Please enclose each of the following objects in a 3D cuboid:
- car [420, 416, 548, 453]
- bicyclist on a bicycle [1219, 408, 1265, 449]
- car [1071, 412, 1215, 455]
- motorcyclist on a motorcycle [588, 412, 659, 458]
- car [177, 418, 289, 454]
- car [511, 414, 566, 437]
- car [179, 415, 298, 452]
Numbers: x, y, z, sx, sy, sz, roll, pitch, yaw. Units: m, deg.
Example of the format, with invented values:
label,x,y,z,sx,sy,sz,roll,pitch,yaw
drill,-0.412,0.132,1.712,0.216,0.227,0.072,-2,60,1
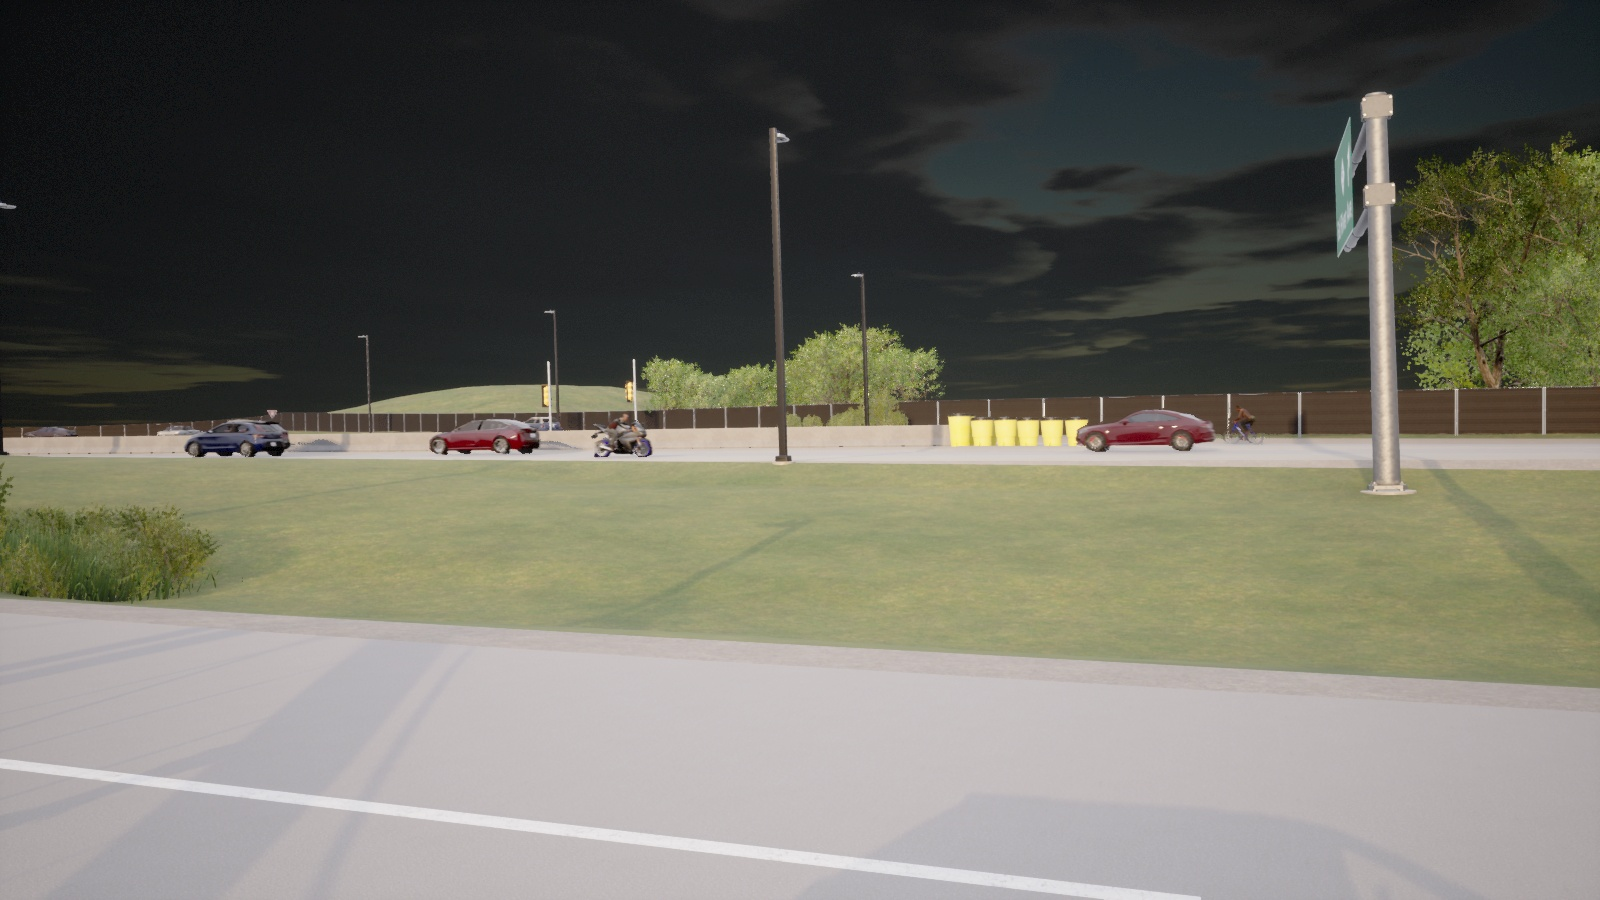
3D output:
label,x,y,z,sx,sy,sz,roll,pitch,yaw
car,-13.211,-0.642,52.538,4.792,1.488,2.163,0,1,20
bicyclist on a bicycle,17.902,-0.868,50.889,1.656,1.620,0.582,0,1,39
car,11.857,-0.570,43.425,4.674,1.442,1.812,0,1,20
motorcyclist on a motorcycle,-5.968,-0.491,42.458,2.191,1.530,0.866,0,1,20
car,-23.749,-0.601,52.645,4.193,1.474,1.816,0,1,20
car,-18.017,-1.694,86.360,1.970,1.475,3.806,-2,2,-43
car,-25.485,-0.740,56.999,4.856,1.649,2.033,0,1,20
